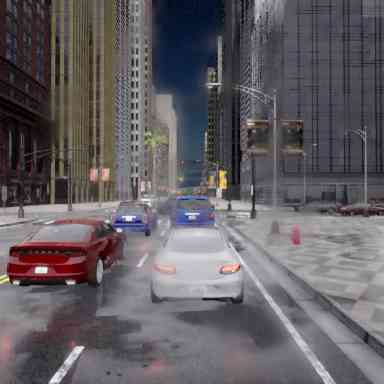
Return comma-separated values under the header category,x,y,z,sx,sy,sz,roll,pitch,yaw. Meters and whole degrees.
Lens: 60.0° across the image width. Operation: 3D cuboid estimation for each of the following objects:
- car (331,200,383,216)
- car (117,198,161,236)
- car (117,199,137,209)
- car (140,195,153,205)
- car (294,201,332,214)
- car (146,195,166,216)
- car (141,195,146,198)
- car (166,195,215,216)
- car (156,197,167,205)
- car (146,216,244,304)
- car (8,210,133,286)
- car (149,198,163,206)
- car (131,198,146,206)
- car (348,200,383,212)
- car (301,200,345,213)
category,x,y,z,sx,sy,sz,roll,pitch,yaw
car,15.339,1.577,30.151,4.206,1.307,1.802,0,0,-1
car,-3.135,1.391,18.659,2.097,1.767,4.553,0,0,0
car,-9.806,1.778,50.918,2.033,1.411,5.357,0,0,0
car,-9.692,1.609,71.401,2.150,2.045,5.566,0,0,0
car,13.227,1.635,35.891,4.181,1.385,1.994,0,-1,-1
car,-1.336,1.316,32.967,5.566,2.045,2.150,1,-1,-30
car,-6.557,1.453,50.959,2.150,2.045,5.566,0,0,0
car,0.040,1.257,17.762,2.150,2.045,5.566,0,0,1
car,-6.442,1.902,70.628,1.812,1.442,4.674,0,0,0
car,0.105,1.534,8.060,1.812,1.442,4.674,0,0,0
car,-3.144,1.489,9.432,1.882,1.535,5.008,0,0,0
car,-6.520,1.805,60.671,1.837,1.490,4.892,0,0,1
car,-9.769,1.827,60.827,1.812,1.442,4.674,0,0,1
car,20.856,1.643,38.757,4.313,1.339,1.947,0,0,-1
car,15.216,1.663,38.674,4.313,1.339,1.947,0,0,-1
